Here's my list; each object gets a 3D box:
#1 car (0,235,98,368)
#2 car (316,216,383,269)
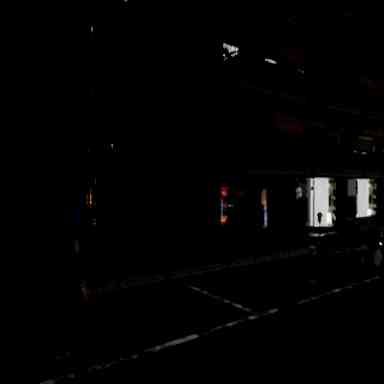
[{"bbox_3d":[-3.416,1.444,4.123,4.097,1.590,1.967,-1,0,-36],"label":"car"},{"bbox_3d":[5.779,1.469,10.685,4.403,1.369,2.008,-1,0,-36],"label":"car"}]
